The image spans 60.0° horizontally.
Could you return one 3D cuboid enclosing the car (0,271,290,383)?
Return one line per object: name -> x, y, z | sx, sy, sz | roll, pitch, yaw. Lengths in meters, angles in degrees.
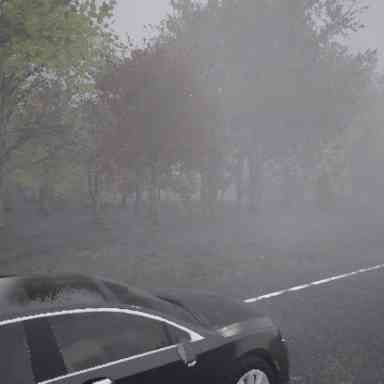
car -> -1.194, 1.507, 2.895 | 4.892, 1.490, 1.837 | -1, 0, -36
